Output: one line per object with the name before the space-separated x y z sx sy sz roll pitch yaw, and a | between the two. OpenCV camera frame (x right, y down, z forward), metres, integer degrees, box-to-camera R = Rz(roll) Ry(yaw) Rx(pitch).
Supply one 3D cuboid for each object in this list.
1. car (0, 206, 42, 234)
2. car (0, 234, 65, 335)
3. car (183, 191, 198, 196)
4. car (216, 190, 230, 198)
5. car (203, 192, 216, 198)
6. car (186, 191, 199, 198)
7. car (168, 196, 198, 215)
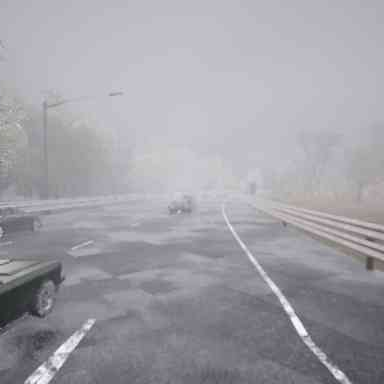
car | -9.386 1.436 16.408 1.837 1.490 4.892 -1 1 6
car | -3.604 1.577 4.436 1.895 1.301 4.718 -1 1 6
car | -0.535 0.963 55.471 1.837 1.490 4.892 -1 1 9
car | 7.412 0.691 80.062 1.994 1.385 4.181 -1 1 11
car | 3.775 0.739 79.728 1.994 1.385 4.181 -1 1 11
car | 0.133 0.590 79.338 2.097 1.767 4.553 -1 1 11
car | -0.764 1.301 29.761 1.895 1.301 4.718 -1 1 7
